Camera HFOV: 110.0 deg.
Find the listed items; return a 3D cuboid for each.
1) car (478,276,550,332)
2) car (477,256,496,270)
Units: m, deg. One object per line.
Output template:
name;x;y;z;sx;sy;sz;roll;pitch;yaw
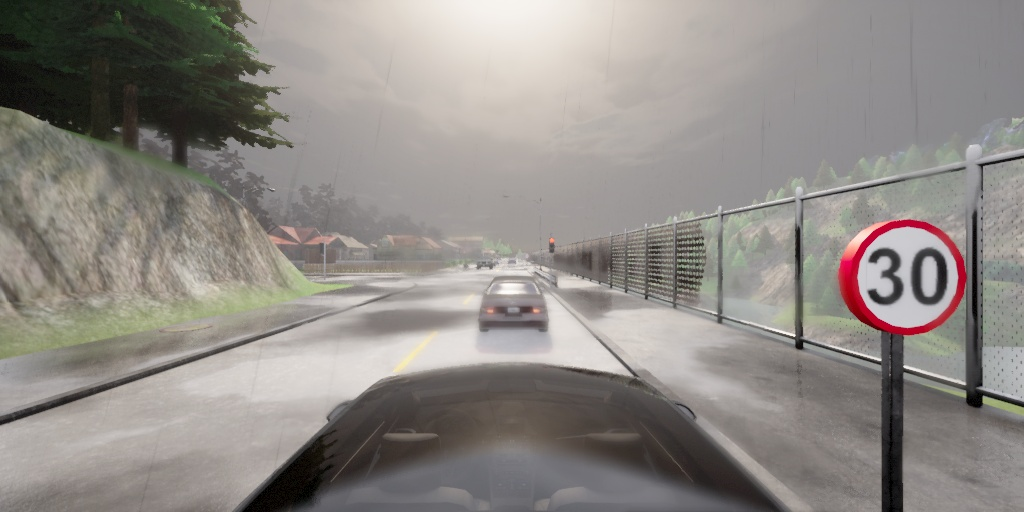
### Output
car;0.050;1.297;10.794;2.033;1.411;5.357;0;0;0
car;-4.078;0.971;54.688;2.150;2.045;5.566;0;0;0
